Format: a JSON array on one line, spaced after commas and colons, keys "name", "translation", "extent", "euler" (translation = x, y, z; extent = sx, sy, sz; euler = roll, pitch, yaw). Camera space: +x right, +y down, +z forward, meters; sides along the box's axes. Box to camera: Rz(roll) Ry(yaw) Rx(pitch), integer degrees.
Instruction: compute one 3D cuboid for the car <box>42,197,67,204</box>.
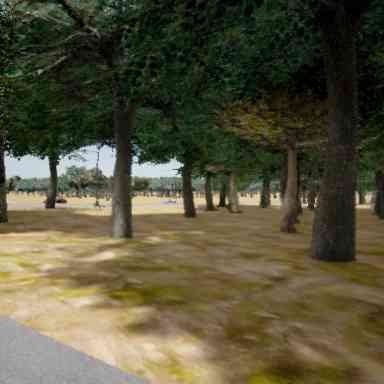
[{"name": "car", "translation": [-28.252, 1.717, 68.257], "extent": [1.882, 1.535, 5.008], "euler": [1, -1, 37]}]
